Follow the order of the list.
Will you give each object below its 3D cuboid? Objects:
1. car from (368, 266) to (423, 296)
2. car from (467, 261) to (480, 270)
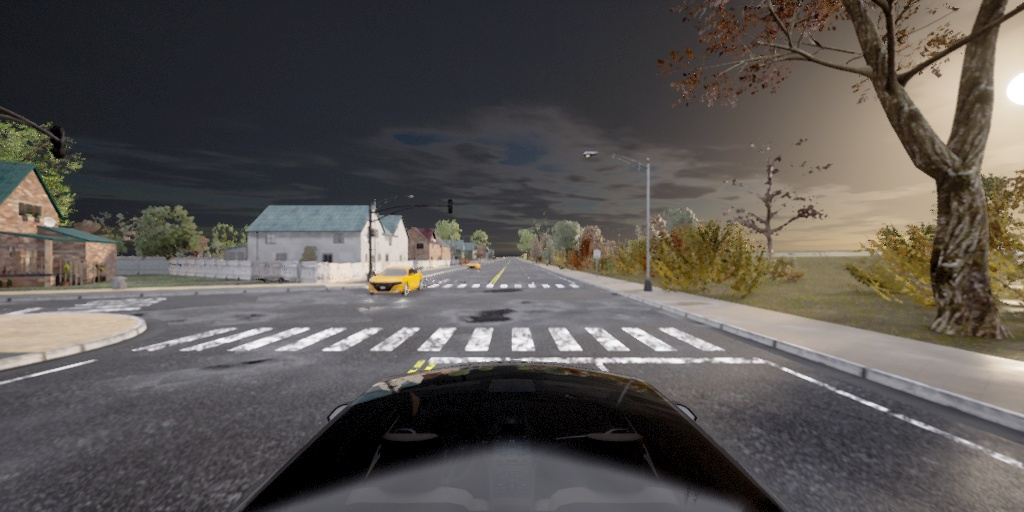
[{"bbox_3d":[-6.455,1.336,20.412,1.882,1.535,5.008,0,-1,0],"label":"car"},{"bbox_3d":[-6.371,1.578,59.725,1.882,1.535,5.008,0,0,0],"label":"car"}]
